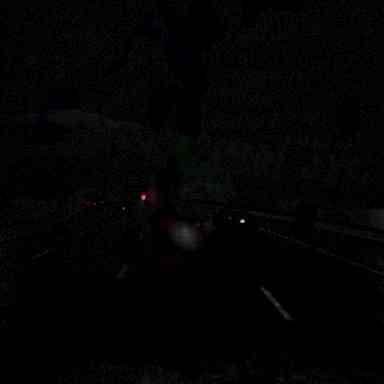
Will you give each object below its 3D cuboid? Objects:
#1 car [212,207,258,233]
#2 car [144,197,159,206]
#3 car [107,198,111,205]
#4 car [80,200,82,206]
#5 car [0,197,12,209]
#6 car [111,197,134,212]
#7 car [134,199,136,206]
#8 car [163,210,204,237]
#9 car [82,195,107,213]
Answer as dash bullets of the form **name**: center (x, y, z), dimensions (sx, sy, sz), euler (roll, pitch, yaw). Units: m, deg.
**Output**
- **car**: center (2.457, 1.560, 19.992), dimensions (1.994, 1.385, 4.181), euler (-1, 0, -7)
- **car**: center (-7.323, 1.683, 59.559), dimensions (2.128, 1.511, 4.902), euler (0, 0, -22)
- **car**: center (-16.054, 1.879, 62.266), dimensions (1.994, 1.385, 4.181), euler (-1, 0, -25)
- **car**: center (-19.660, 1.891, 61.839), dimensions (1.812, 1.442, 4.674), euler (0, 0, -25)
- **car**: center (-23.008, 1.599, 39.428), dimensions (2.150, 2.045, 5.566), euler (-1, 0, -15)
- **car**: center (-8.812, 1.688, 41.757), dimensions (1.837, 1.490, 4.892), euler (1, -1, -17)
- **car**: center (-11.471, 1.741, 60.566), dimensions (2.128, 1.511, 4.902), euler (0, 0, -23)
- **car**: center (-0.598, 1.637, 18.222), dimensions (1.895, 1.301, 4.718), euler (-1, 0, -7)
- **car**: center (-11.942, 1.446, 40.578), dimensions (2.150, 2.045, 5.566), euler (0, -1, -17)
